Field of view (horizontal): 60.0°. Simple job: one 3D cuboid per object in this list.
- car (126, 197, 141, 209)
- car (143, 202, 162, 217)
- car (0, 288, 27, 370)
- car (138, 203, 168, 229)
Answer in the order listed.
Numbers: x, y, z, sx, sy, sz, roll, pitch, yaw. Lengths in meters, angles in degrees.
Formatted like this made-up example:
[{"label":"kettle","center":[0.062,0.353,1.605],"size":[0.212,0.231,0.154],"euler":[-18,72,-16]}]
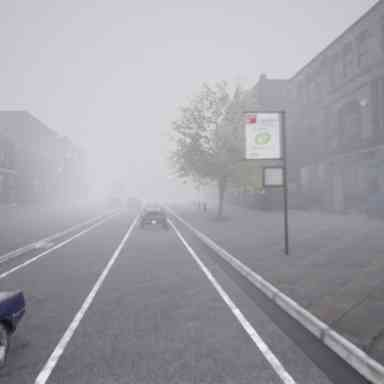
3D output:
[{"label":"car","center":[-10.075,1.832,57.662],"size":[2.150,2.045,5.566],"euler":[-1,-1,-7]},{"label":"car","center":[-4.536,1.947,38.175],"size":[2.033,1.411,5.357],"euler":[-1,0,-7]},{"label":"car","center":[-3.250,1.713,2.913],"size":[1.895,1.301,4.718],"euler":[-1,-1,-7]},{"label":"car","center":[-2.836,1.809,24.532],"size":[1.837,1.490,4.892],"euler":[-1,-1,-7]}]
